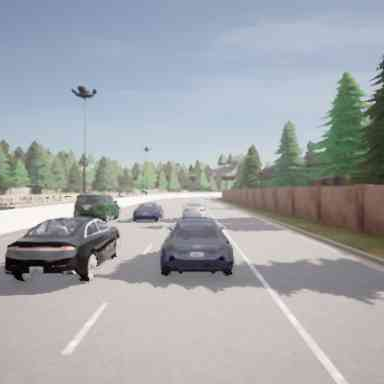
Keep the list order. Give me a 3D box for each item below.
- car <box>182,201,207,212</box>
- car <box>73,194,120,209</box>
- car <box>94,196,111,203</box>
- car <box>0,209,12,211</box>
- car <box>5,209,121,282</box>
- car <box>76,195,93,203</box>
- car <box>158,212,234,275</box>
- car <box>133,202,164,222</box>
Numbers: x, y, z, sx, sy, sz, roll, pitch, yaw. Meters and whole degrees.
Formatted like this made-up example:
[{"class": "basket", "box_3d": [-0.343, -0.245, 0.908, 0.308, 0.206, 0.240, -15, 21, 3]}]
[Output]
[{"class": "car", "box_3d": [0.176, 1.450, 26.190, 1.812, 1.442, 4.674, 0, 0, 0]}, {"class": "car", "box_3d": [-6.819, 1.149, 24.228, 2.150, 2.045, 5.566, 0, 0, 0]}, {"class": "car", "box_3d": [-17.279, 1.402, 64.558, 1.895, 1.301, 4.718, 0, 0, 0]}, {"class": "car", "box_3d": [-14.018, 1.488, 23.339, 1.994, 1.385, 4.181, 0, 0, 0]}, {"class": "car", "box_3d": [-3.370, 1.462, 9.640, 2.128, 1.511, 4.902, 0, 0, 0]}, {"class": "car", "box_3d": [-20.777, 1.357, 64.441, 1.994, 1.385, 4.181, 0, 0, 0]}, {"class": "car", "box_3d": [0.132, 1.535, 10.377, 1.994, 1.385, 4.181, 0, 0, 0]}, {"class": "car", "box_3d": [-3.315, 1.488, 25.733, 1.994, 1.385, 4.181, 0, 0, 0]}]
